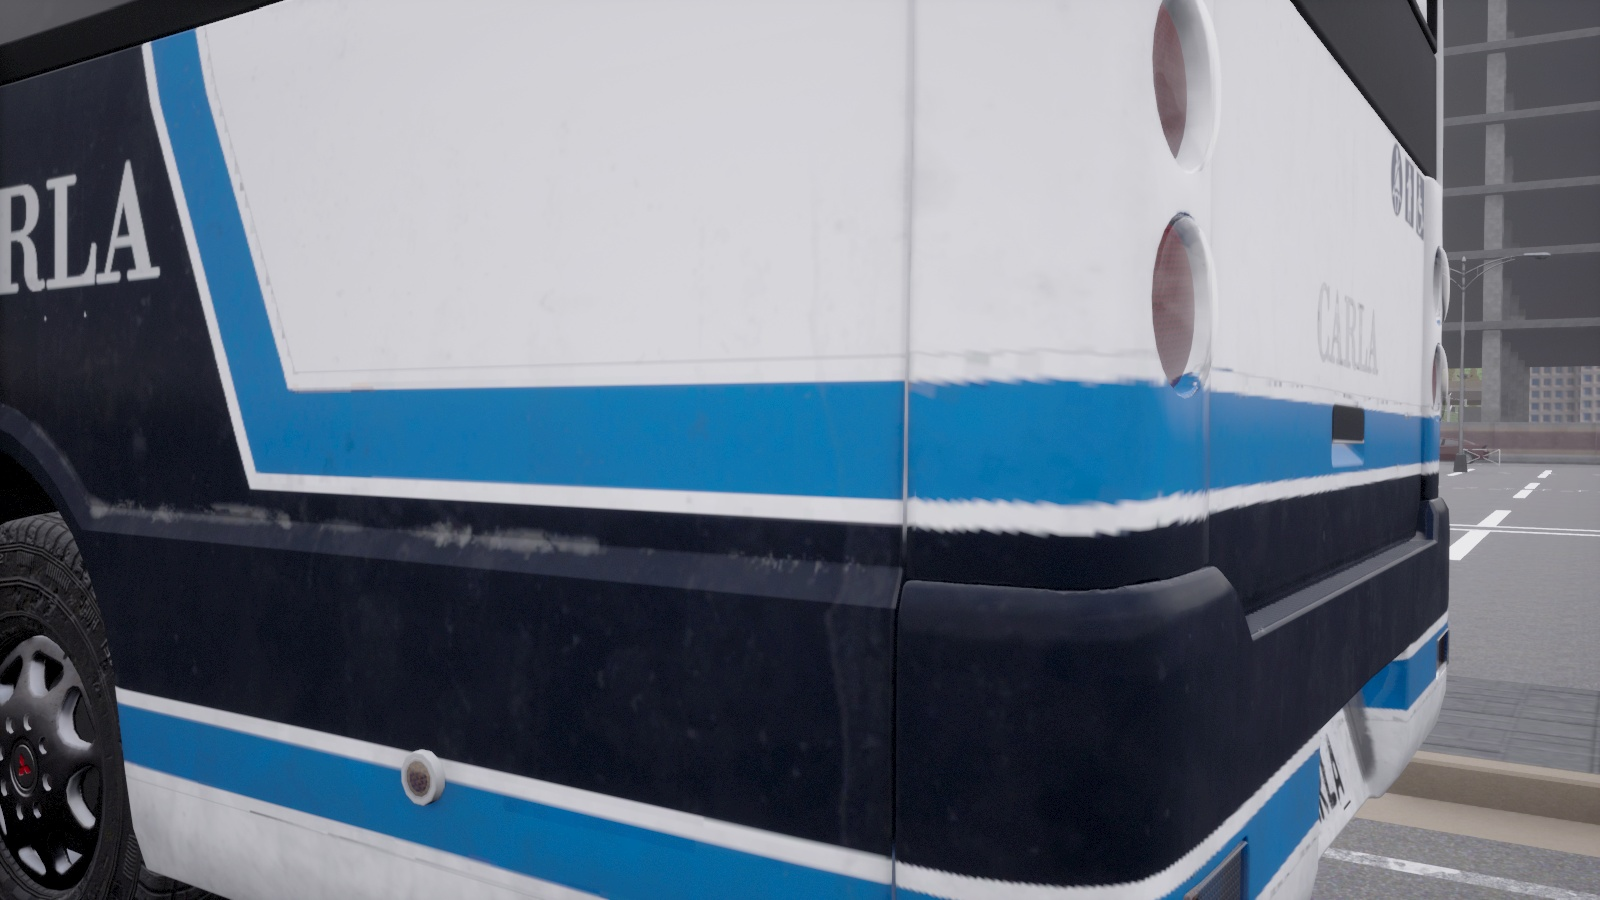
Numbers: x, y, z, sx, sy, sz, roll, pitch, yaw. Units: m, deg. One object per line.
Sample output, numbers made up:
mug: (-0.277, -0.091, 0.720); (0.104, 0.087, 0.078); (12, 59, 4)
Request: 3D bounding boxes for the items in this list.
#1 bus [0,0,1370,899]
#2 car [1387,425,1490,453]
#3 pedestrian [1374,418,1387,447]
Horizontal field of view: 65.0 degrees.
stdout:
bus: (-3.296, -0.694, 5.768); (10.273, 4.253, 3.944); (0, 1, 33)
car: (35.835, -0.633, 70.471); (5.008, 1.535, 1.882); (0, 1, 32)
pedestrian: (36.623, -1.079, 79.212); (0.706, 1.836, 0.354); (0, 1, 27)
